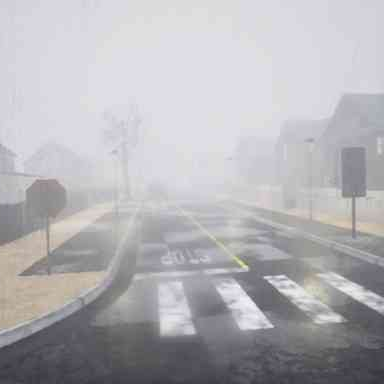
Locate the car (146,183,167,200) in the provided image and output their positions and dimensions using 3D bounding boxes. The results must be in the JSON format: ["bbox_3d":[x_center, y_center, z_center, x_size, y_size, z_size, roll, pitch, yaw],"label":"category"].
[{"bbox_3d":[-4.332,-0.131,40.779,2.150,2.045,5.566,-2,2,-7],"label":"car"}]
